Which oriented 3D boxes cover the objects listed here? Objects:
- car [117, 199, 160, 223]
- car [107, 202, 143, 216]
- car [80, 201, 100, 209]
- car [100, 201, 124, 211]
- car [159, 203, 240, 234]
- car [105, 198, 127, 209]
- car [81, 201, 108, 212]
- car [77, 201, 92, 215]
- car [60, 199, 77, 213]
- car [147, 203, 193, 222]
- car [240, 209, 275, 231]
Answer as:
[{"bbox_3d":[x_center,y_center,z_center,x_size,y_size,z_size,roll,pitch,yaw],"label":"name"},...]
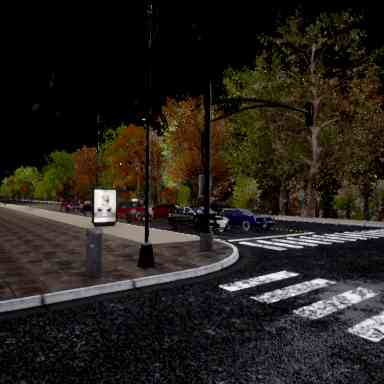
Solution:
[{"bbox_3d":[-4.923,1.537,27.686,2.097,1.767,4.553,1,-1,-35],"label":"car"},{"bbox_3d":[-7.560,1.871,37.215,2.033,1.411,5.357,1,-1,-34],"label":"car"},{"bbox_3d":[-17.843,2.204,57.967,1.895,1.301,4.718,1,-1,-35],"label":"car"},{"bbox_3d":[-11.972,2.024,49.526,1.812,1.442,4.674,1,-1,-34],"label":"car"},{"bbox_3d":[0.293,1.582,20.113,2.128,1.511,4.902,1,-1,-34],"label":"car"},{"bbox_3d":[-13.110,1.962,56.945,2.097,1.767,4.553,1,-1,-34],"label":"car"},{"bbox_3d":[-13.555,1.980,45.955,2.033,1.411,5.357,1,-1,-34],"label":"car"},{"bbox_3d":[-10.125,1.770,35.218,2.128,1.511,4.902,1,-1,-35],"label":"car"},{"bbox_3d":[-15.726,1.732,43.375,2.097,1.767,4.553,1,-1,-34],"label":"car"},{"bbox_3d":[-2.036,1.750,29.220,1.812,1.442,4.674,1,-1,-35],"label":"car"},{"bbox_3d":[3.117,1.732,21.764,1.895,1.301,4.718,1,-1,-35],"label":"car"}]
